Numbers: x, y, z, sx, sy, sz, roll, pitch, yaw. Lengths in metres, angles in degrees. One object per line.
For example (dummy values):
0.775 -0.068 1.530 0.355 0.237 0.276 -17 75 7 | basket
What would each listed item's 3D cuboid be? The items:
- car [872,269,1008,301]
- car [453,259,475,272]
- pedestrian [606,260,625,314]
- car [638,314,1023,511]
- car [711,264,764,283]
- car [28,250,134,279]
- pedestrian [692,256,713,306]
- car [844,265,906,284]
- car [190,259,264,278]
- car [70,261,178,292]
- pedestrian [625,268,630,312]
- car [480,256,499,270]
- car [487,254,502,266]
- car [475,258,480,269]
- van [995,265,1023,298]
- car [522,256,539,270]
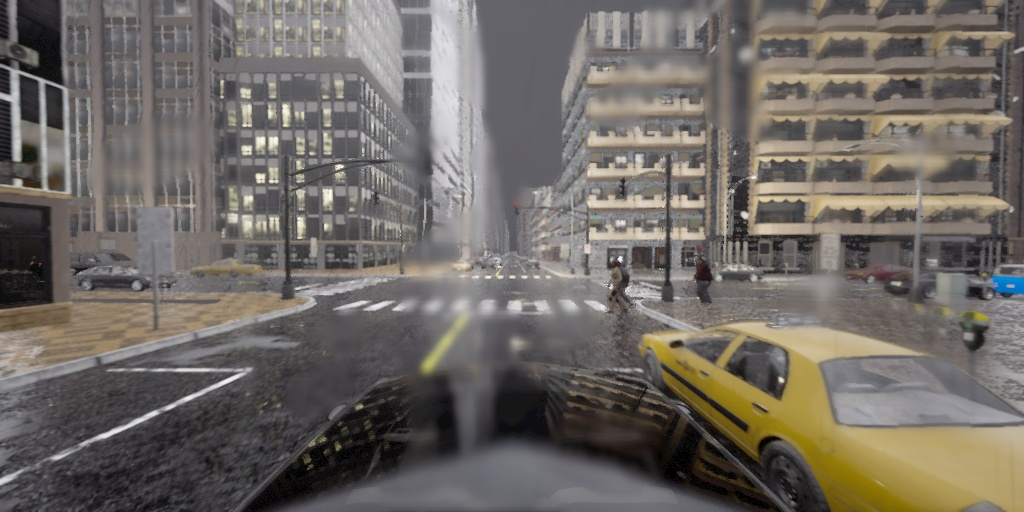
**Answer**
21.716 1.501 18.339 4.313 1.339 1.948 0 0 1 | car
-5.689 1.085 41.442 1.751 1.417 4.829 0 0 0 | car
3.434 0.995 11.975 0.375 1.860 0.375 -1 1 0 | pedestrian
2.819 1.266 3.826 1.751 1.417 4.829 0 0 0 | car
16.310 1.262 26.795 4.403 1.370 2.007 0 0 1 | car
-24.790 0.701 21.561 5.566 2.045 2.150 1 1 1 | car
6.692 0.847 12.572 0.375 1.860 0.375 -1 1 0 | pedestrian
27.375 1.350 26.639 4.507 1.381 1.888 0 0 1 | car
-21.666 0.912 27.293 4.829 1.417 1.751 0 0 1 | car
-20.286 1.124 18.960 4.403 1.370 2.007 0 0 1 | car
3.978 0.989 13.176 0.375 1.860 0.375 -1 1 0 | pedestrian
-3.068 1.034 48.108 1.837 1.490 4.892 0 0 0 | car
-3.020 0.673 64.602 2.150 2.045 5.566 0 0 0 | car
-5.689 1.098 47.266 1.948 1.339 4.313 0 0 0 | car
27.249 1.322 18.262 3.998 1.789 1.690 0 0 1 | van
2.692 1.083 47.266 2.007 1.370 4.403 0 0 0 | car
